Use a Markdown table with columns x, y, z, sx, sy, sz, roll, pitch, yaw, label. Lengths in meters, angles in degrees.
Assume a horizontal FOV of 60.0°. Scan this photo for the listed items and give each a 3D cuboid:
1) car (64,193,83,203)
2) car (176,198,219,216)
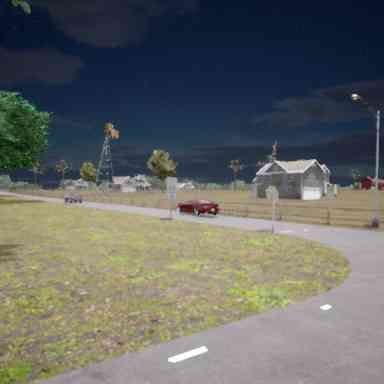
| x | y | z | sx | sy | sz | roll | pitch | yaw | label |
| --- | --- | --- | --- | --- | --- | --- | --- | --- | --- |
| -18.370 | 0.939 | 51.340 | 1.837 | 1.490 | 4.892 | 2 | -1 | -35 | car |
| 0.403 | 1.276 | 29.376 | 1.882 | 1.535 | 5.008 | 3 | -1 | -32 | car |
